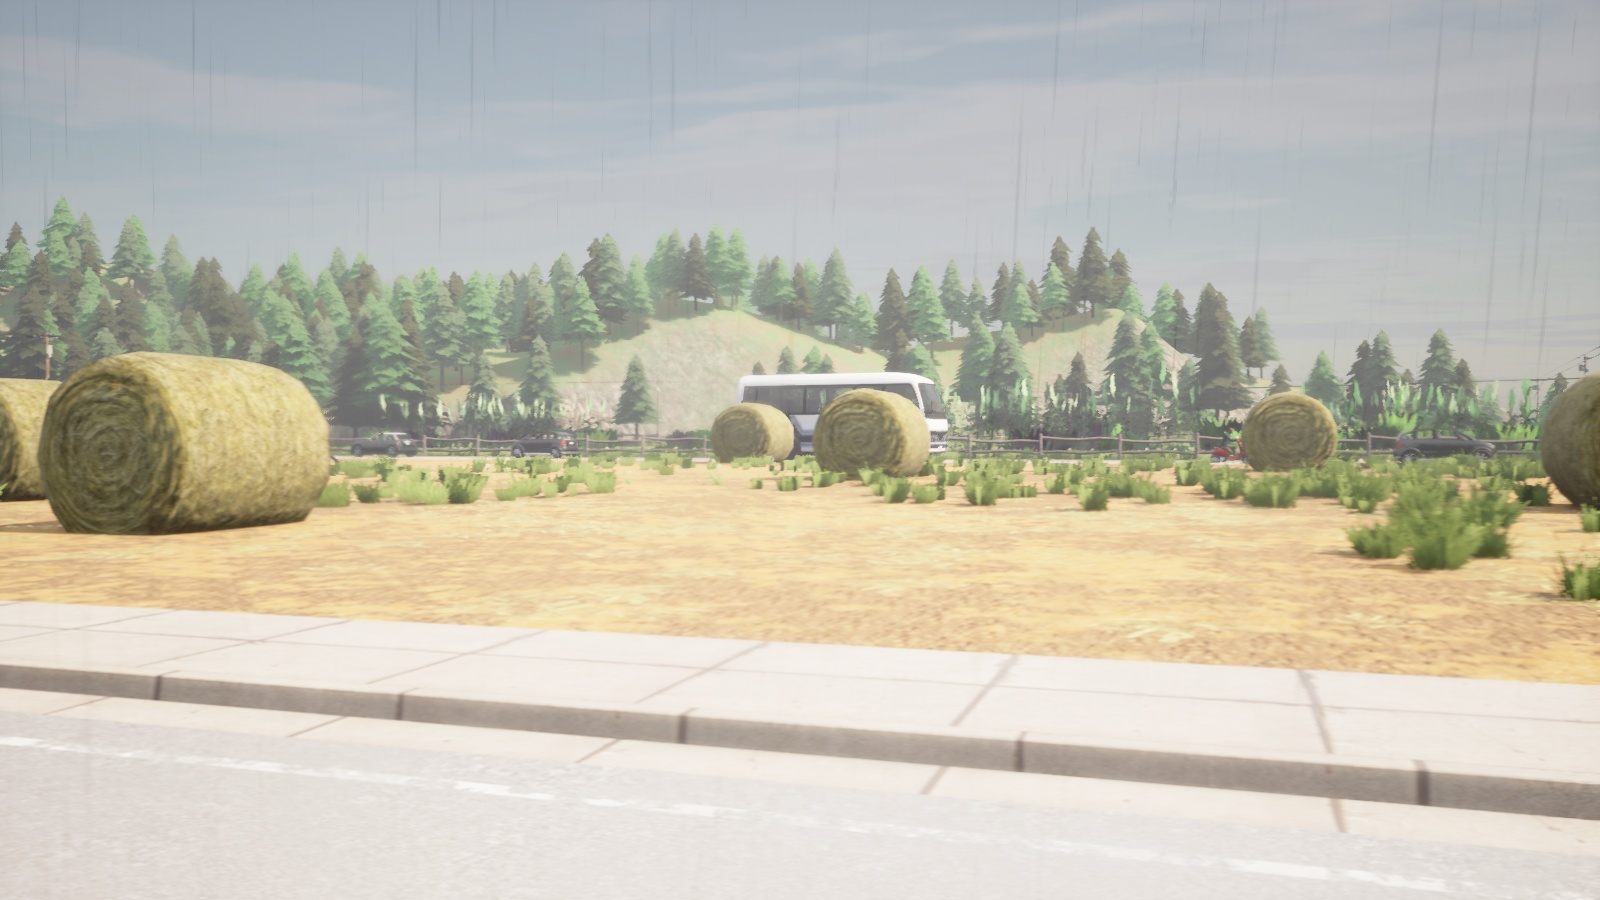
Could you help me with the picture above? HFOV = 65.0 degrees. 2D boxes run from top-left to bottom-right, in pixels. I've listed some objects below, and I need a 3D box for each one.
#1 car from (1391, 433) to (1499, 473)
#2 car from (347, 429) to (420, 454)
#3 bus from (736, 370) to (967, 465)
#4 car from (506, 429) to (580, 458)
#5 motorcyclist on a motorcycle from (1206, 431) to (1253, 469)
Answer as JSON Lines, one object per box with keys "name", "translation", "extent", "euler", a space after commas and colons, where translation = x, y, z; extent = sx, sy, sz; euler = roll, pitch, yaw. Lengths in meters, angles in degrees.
{"name": "car", "translation": [25.798, 0.088, 50.360], "extent": [3.705, 1.549, 1.789], "euler": [1, 1, 23]}
{"name": "car", "translation": [-24.899, -0.512, 75.059], "extent": [3.806, 1.475, 1.970], "euler": [1, 1, 22]}
{"name": "bus", "translation": [2.459, -1.509, 59.968], "extent": [10.273, 4.253, 3.944], "euler": [1, 1, 22]}
{"name": "car", "translation": [-14.461, -0.390, 70.753], "extent": [3.705, 1.549, 1.789], "euler": [1, 1, 22]}
{"name": "motorcyclist on a motorcycle", "translation": [18.291, -0.015, 53.456], "extent": [1.817, 1.590, 0.866], "euler": [1, 1, 22]}
